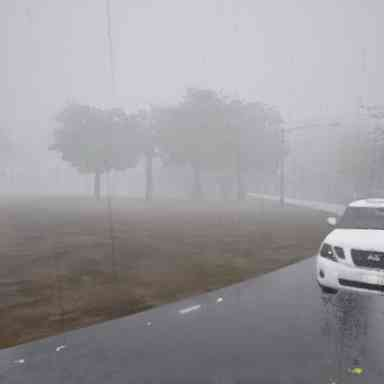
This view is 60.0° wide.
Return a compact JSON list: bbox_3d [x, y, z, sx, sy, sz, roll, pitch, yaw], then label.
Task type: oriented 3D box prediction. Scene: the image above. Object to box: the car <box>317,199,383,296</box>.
[{"bbox_3d":[4.815,1.209,8.231,2.150,2.045,5.566,0,0,35],"label":"car"}]
